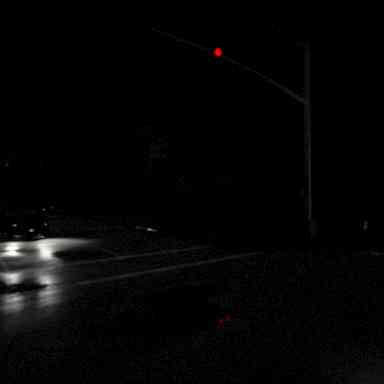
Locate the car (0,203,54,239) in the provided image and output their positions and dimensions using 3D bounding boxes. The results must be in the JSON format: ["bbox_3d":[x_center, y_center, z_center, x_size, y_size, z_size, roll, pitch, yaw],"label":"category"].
[{"bbox_3d":[-9.041,1.564,17.828,1.812,1.442,4.674,0,0,-36],"label":"car"}]

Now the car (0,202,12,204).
[{"bbox_3d":[-15.090,1.524,26.377,1.882,1.535,5.008,0,0,-35],"label":"car"}]

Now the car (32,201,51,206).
[{"bbox_3d":[-14.949,1.602,32.563,1.994,1.385,4.181,0,0,-36],"label":"car"}]
